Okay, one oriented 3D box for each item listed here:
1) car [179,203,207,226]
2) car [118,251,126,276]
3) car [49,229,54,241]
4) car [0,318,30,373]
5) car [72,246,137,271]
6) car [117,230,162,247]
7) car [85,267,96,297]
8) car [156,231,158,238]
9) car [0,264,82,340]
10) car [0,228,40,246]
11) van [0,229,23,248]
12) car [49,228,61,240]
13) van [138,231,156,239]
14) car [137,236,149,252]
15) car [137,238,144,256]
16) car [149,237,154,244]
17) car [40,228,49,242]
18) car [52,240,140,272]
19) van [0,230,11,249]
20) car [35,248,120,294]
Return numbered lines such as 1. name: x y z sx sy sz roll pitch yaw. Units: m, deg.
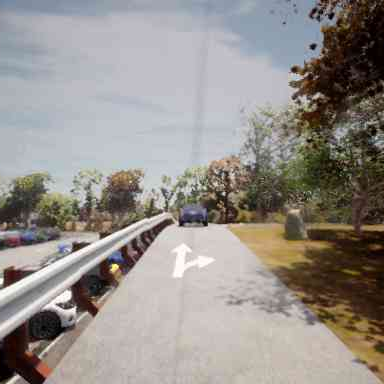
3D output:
1. car: 0.091 1.731 26.292 2.097 1.767 4.553 0 -4 0
2. car: -7.054 4.713 20.194 5.366 1.575 1.946 2 -4 -20
3. car: -23.932 6.906 50.470 4.792 1.488 2.163 1 -5 -20
4. car: -6.861 3.889 8.189 4.792 1.488 2.163 2 -4 -20
5. car: -6.936 5.182 26.278 4.792 1.488 2.163 2 -4 -20
6. car: -6.995 6.191 44.375 5.566 2.045 2.435 2 -4 -20
7. car: -6.870 4.293 14.240 4.892 1.521 2.231 2 -5 -20
8. car: -6.931 6.104 41.376 4.553 1.767 2.185 2 -4 -20
9. car: -6.811 3.827 11.245 5.566 2.045 2.435 2 -5 -20
10. car: -23.905 6.205 44.579 5.566 2.045 2.435 1 -5 -20
11. van: -24.024 6.018 41.567 4.442 1.987 1.878 1 -4 -20
12. car: -23.985 6.834 53.400 5.566 2.045 2.435 1 -4 -20
13. van: -6.843 5.793 38.408 4.442 1.987 1.878 2 -5 -20
14. car: -6.965 5.459 32.327 4.553 1.767 2.185 2 -5 -20
15. car: -6.945 5.243 29.306 4.553 1.767 2.185 2 -5 -20
16. car: -6.934 5.800 35.331 4.892 1.521 2.231 2 -4 -20
17. car: -23.915 6.415 47.531 5.566 2.045 2.435 1 -5 -20
18. car: -6.863 4.689 23.305 5.566 2.045 2.435 2 -5 -20
19. van: -24.013 5.808 38.615 4.442 1.987 1.878 1 -4 -20
20. car: -6.898 4.256 17.257 5.566 2.045 2.435 2 -4 -20
